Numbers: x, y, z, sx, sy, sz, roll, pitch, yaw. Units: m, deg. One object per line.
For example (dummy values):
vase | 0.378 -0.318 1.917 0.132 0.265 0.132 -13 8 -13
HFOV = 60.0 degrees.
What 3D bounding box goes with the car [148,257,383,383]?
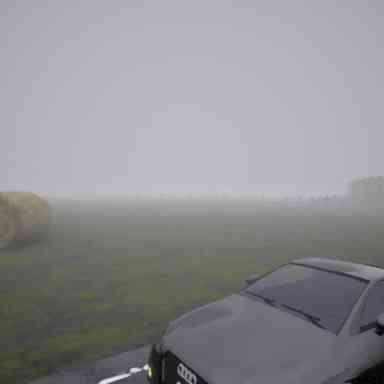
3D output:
car | 1.616 1.552 3.901 4.181 1.385 1.994 0 0 -33
